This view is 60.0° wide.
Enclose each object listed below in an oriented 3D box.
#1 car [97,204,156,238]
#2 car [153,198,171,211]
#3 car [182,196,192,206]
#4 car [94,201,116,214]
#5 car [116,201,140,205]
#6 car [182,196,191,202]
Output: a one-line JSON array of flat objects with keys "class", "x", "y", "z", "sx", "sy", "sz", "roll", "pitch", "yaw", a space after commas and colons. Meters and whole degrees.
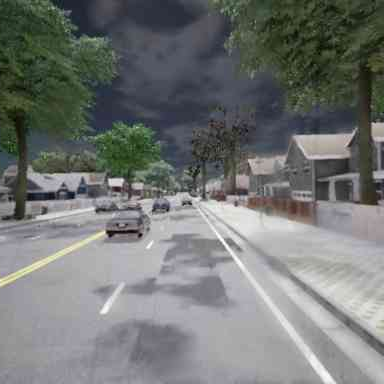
[{"class": "car", "x": -3.437, "y": 1.648, "z": 18.613, "sx": 2.033, "sy": 1.411, "sz": 5.357, "roll": -1, "pitch": 0, "yaw": -1}, {"class": "car", "x": -3.860, "y": 1.525, "z": 42.771, "sx": 2.097, "sy": 1.767, "sz": 4.553, "roll": -1, "pitch": 0, "yaw": -1}, {"class": "car", "x": -0.906, "y": 1.765, "z": 60.044, "sx": 1.895, "sy": 1.301, "sz": 4.718, "roll": -1, "pitch": 0, "yaw": -1}, {"class": "car", "x": -10.495, "y": 1.859, "z": 41.083, "sx": 2.033, "sy": 1.411, "sz": 5.357, "roll": -1, "pitch": 0, "yaw": -1}, {"class": "car", "x": -7.233, "y": 1.786, "z": 40.123, "sx": 2.033, "sy": 1.411, "sz": 5.357, "roll": -1, "pitch": 0, "yaw": -1}, {"class": "car", "x": -1.393, "y": 1.796, "z": 82.382, "sx": 2.033, "sy": 1.411, "sz": 5.357, "roll": -1, "pitch": 0, "yaw": -1}]
